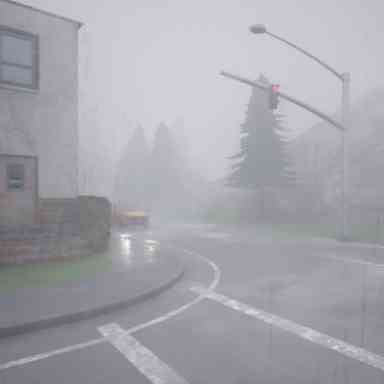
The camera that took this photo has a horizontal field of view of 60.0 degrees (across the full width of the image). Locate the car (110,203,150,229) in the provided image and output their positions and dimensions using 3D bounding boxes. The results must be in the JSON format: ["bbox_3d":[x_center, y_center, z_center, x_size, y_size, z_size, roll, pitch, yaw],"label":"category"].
[{"bbox_3d":[-4.521,1.474,21.779,1.882,1.535,5.008,0,0,-35],"label":"car"}]
